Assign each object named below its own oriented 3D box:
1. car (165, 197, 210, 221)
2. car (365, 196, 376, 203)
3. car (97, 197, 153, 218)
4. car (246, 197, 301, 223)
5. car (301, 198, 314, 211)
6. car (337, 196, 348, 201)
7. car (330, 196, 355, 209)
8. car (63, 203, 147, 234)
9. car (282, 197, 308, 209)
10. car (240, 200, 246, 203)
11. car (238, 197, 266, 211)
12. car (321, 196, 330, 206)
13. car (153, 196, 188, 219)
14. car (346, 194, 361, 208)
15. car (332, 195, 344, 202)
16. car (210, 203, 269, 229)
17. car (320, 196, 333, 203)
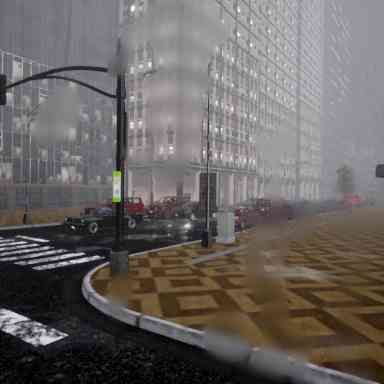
[{"bbox_3d":[0.276,1.485,27.468,1.882,1.535,5.008,1,1,35],"label":"car"},{"bbox_3d":[39.471,1.598,73.527,1.967,1.590,4.097,1,1,35],"label":"car"},{"bbox_3d":[-5.498,1.275,23.794,2.192,1.841,5.009,1,0,35],"label":"car"},{"bbox_3d":[6.712,1.409,26.966,2.192,1.841,5.009,1,0,35],"label":"car"},{"bbox_3d":[13.781,1.639,41.461,1.994,1.385,4.181,1,1,35],"label":"car"},{"bbox_3d":[39.426,1.623,87.115,1.947,1.339,4.313,1,1,35],"label":"car"},{"bbox_3d":[21.361,1.655,47.119,1.812,1.442,4.674,1,1,35],"label":"car"},{"bbox_3d":[-5.164,1.595,19.747,1.895,1.301,4.718,1,1,35],"label":"car"},{"bbox_3d":[15.038,1.533,48.185,2.128,1.511,4.902,1,0,35],"label":"car"},{"bbox_3d":[6.513,1.513,36.276,2.128,1.511,4.902,1,1,35],"label":"car"},{"bbox_3d":[7.659,1.430,42.293,1.967,1.590,4.097,1,0,35],"label":"car"},{"bbox_3d":[23.316,1.659,54.958,1.994,1.385,4.181,1,1,35],"label":"car"},{"bbox_3d":[-1.843,1.283,28.964,2.192,1.841,5.009,1,0,35],"label":"car"},{"bbox_3d":[25.389,1.365,52.881,2.150,2.045,5.566,1,1,35],"label":"car"},{"bbox_3d":[36.141,1.570,82.467,1.752,1.417,4.829,1,1,35],"label":"car"},{"bbox_3d":[3.223,1.668,22.038,1.802,1.307,4.206,1,0,35],"label":"car"},{"bbox_3d":[29.833,1.616,73.547,1.802,1.307,4.206,1,1,35],"label":"car"}]
